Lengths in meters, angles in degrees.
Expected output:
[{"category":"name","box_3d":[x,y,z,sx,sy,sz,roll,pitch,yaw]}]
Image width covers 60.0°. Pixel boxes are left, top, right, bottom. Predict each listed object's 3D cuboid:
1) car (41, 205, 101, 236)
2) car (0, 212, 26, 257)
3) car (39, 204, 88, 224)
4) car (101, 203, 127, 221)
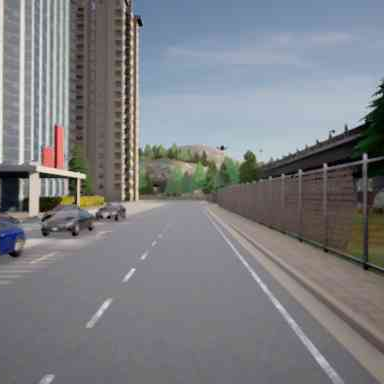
[{"category":"car","box_3d":[-7.092,1.677,19.546,1.812,1.442,4.674,0,-1,0]},{"category":"car","box_3d":[-7.095,1.595,10.673,1.812,1.442,4.674,0,-1,0]},{"category":"car","box_3d":[-10.588,1.767,27.896,2.033,1.411,5.357,0,-1,0]},{"category":"car","box_3d":[-7.079,1.735,29.625,2.128,1.511,4.902,0,-1,0]}]
